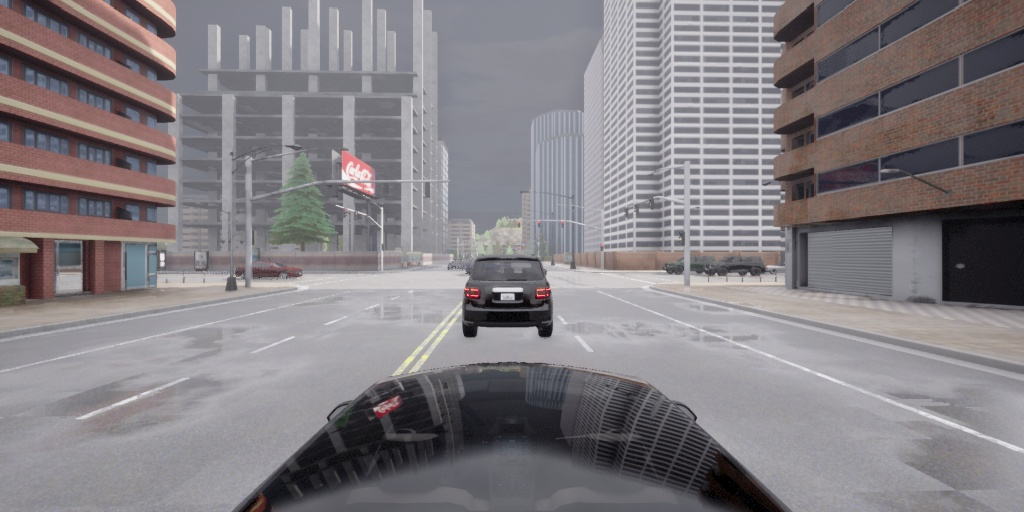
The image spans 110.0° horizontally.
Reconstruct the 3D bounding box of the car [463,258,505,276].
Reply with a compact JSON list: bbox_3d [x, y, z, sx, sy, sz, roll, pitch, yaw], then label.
[{"bbox_3d":[-2.908,1.102,38.558,2.097,1.767,4.553,0,0,35],"label":"car"}]

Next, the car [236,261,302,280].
[{"bbox_3d":[-20.736,1.228,30.756,5.008,1.535,1.882,0,0,-2],"label":"car"}]

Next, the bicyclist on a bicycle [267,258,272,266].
[{"bbox_3d":[-28.715,1.051,42.505,0.582,1.620,1.656,0,0,-1],"label":"bicyclist on a bicycle"}]

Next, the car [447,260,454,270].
[{"bbox_3d":[-8.124,1.314,51.781,1.994,1.385,4.181,0,0,-1],"label":"car"}]

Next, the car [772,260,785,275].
[{"bbox_3d":[29.506,1.351,39.232,4.718,1.301,1.895,0,0,-1],"label":"car"}]

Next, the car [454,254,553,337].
[{"bbox_3d":[-0.122,0.971,10.391,2.150,2.045,5.566,0,0,-1],"label":"car"}]

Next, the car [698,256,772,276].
[{"bbox_3d":[21.988,0.971,35.549,5.566,2.045,2.150,0,0,-2],"label":"car"}]

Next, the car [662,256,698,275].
[{"bbox_3d":[19.376,0.972,38.978,5.566,2.045,2.150,0,0,-1],"label":"car"}]
